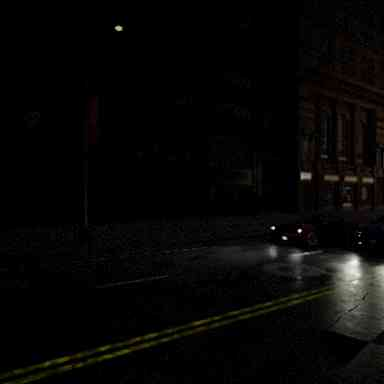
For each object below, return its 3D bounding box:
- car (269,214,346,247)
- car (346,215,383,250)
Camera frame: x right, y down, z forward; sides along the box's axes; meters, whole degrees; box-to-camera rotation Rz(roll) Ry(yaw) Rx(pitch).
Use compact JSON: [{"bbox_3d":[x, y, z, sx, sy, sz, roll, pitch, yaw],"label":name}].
[{"bbox_3d":[5.869,1.736,15.854,4.718,1.301,1.895,1,0,-35],"label":"car"},{"bbox_3d":[8.853,1.626,13.989,5.008,1.535,1.882,1,0,-35],"label":"car"}]
